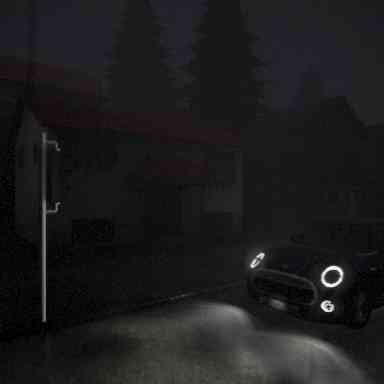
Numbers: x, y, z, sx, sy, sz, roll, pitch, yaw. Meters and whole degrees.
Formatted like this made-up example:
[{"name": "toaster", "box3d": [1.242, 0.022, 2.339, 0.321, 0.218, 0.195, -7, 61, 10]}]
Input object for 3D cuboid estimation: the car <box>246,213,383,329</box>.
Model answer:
[{"name": "car", "box3d": [3.277, 1.349, 7.090, 4.553, 1.767, 2.097, 0, 0, -37]}]
